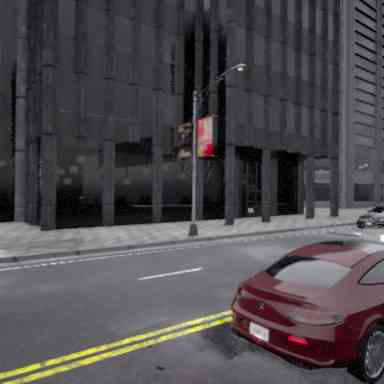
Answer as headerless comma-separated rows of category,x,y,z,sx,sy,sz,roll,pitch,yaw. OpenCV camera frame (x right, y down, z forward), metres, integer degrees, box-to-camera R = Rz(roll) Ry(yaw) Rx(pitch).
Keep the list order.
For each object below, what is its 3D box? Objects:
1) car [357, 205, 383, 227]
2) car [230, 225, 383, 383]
car,11.881,1.520,20.141,4.674,1.442,1.812,0,0,-35
car,2.691,1.526,5.369,4.674,1.442,1.812,0,0,-35
